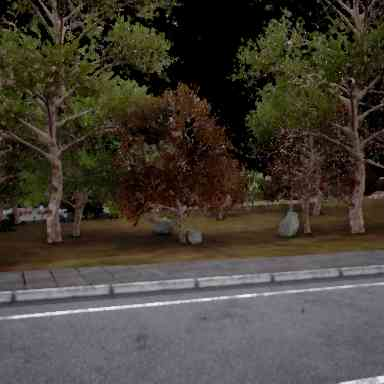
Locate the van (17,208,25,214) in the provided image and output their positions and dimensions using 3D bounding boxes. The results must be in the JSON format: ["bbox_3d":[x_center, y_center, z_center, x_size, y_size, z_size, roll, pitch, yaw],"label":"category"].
[{"bbox_3d":[-44.489,4.989,83.278,1.878,1.987,4.442,1,-3,0],"label":"van"}]

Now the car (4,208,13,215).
[{"bbox_3d":[-44.514,4.710,77.827,2.435,2.045,5.566,1,-3,0],"label":"car"}]
